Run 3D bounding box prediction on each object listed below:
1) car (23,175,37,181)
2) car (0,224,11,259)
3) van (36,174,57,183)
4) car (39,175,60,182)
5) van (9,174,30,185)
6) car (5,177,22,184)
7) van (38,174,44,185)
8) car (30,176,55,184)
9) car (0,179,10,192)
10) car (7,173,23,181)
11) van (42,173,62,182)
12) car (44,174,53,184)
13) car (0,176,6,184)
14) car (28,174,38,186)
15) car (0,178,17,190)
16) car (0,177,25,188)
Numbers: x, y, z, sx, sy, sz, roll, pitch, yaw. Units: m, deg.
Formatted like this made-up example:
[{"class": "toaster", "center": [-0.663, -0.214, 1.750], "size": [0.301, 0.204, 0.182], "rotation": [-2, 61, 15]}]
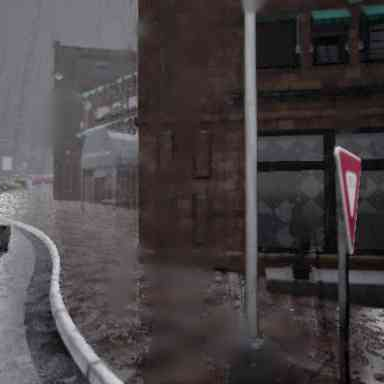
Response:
[{"class": "car", "center": [-39.787, -3.471, 81.814], "size": [1.882, 1.535, 5.008], "rotation": [0, 4, -9]}, {"class": "car", "center": [-6.167, 1.350, 9.102], "size": [1.895, 1.301, 4.718], "rotation": [1, 1, -24]}, {"class": "van", "center": [-33.891, -3.144, 77.459], "size": [4.442, 1.987, 1.878], "rotation": [-1, 4, -29]}, {"class": "car", "center": [-34.512, -3.261, 80.391], "size": [4.553, 1.767, 2.185], "rotation": [-1, 4, -29]}, {"class": "van", "center": [-30.458, -1.611, 56.471], "size": [4.442, 1.987, 1.878], "rotation": [-1, 4, -29]}, {"class": "car", "center": [-38.036, -2.473, 71.094], "size": [1.994, 1.385, 4.181], "rotation": [0, 4, -9]}, {"class": "van", "center": [-32.129, -2.265, 65.345], "size": [4.442, 1.987, 1.878], "rotation": [-1, 5, -29]}, {"class": "car", "center": [-33.511, -2.697, 74.413], "size": [4.892, 1.521, 2.231], "rotation": [-1, 4, -29]}, {"class": "car", "center": [-29.104, -0.728, 47.435], "size": [4.892, 1.521, 2.231], "rotation": [-1, 4, -29]}, {"class": "car", "center": [-42.920, -3.590, 80.839], "size": [2.097, 1.767, 4.553], "rotation": [0, 4, -9]}, {"class": "van", "center": [-35.070, -3.579, 83.333], "size": [4.442, 1.987, 1.878], "rotation": [-1, 5, -29]}, {"class": "car", "center": [-32.986, -2.730, 71.418], "size": [5.566, 2.045, 2.435], "rotation": [-1, 4, -29]}, {"class": "car", "center": [-41.175, -2.529, 70.154], "size": [1.882, 1.535, 5.008], "rotation": [0, 4, -9]}, {"class": "car", "center": [-31.070, -1.854, 59.389], "size": [5.566, 2.045, 2.435], "rotation": [-1, 5, -29]}, {"class": "car", "center": [-29.584, -0.907, 50.434], "size": [4.674, 1.452, 2.002], "rotation": [-1, 5, -29]}, {"class": "car", "center": [-30.236, -1.168, 53.337], "size": [5.366, 1.575, 1.946], "rotation": [-1, 5, -29]}]
